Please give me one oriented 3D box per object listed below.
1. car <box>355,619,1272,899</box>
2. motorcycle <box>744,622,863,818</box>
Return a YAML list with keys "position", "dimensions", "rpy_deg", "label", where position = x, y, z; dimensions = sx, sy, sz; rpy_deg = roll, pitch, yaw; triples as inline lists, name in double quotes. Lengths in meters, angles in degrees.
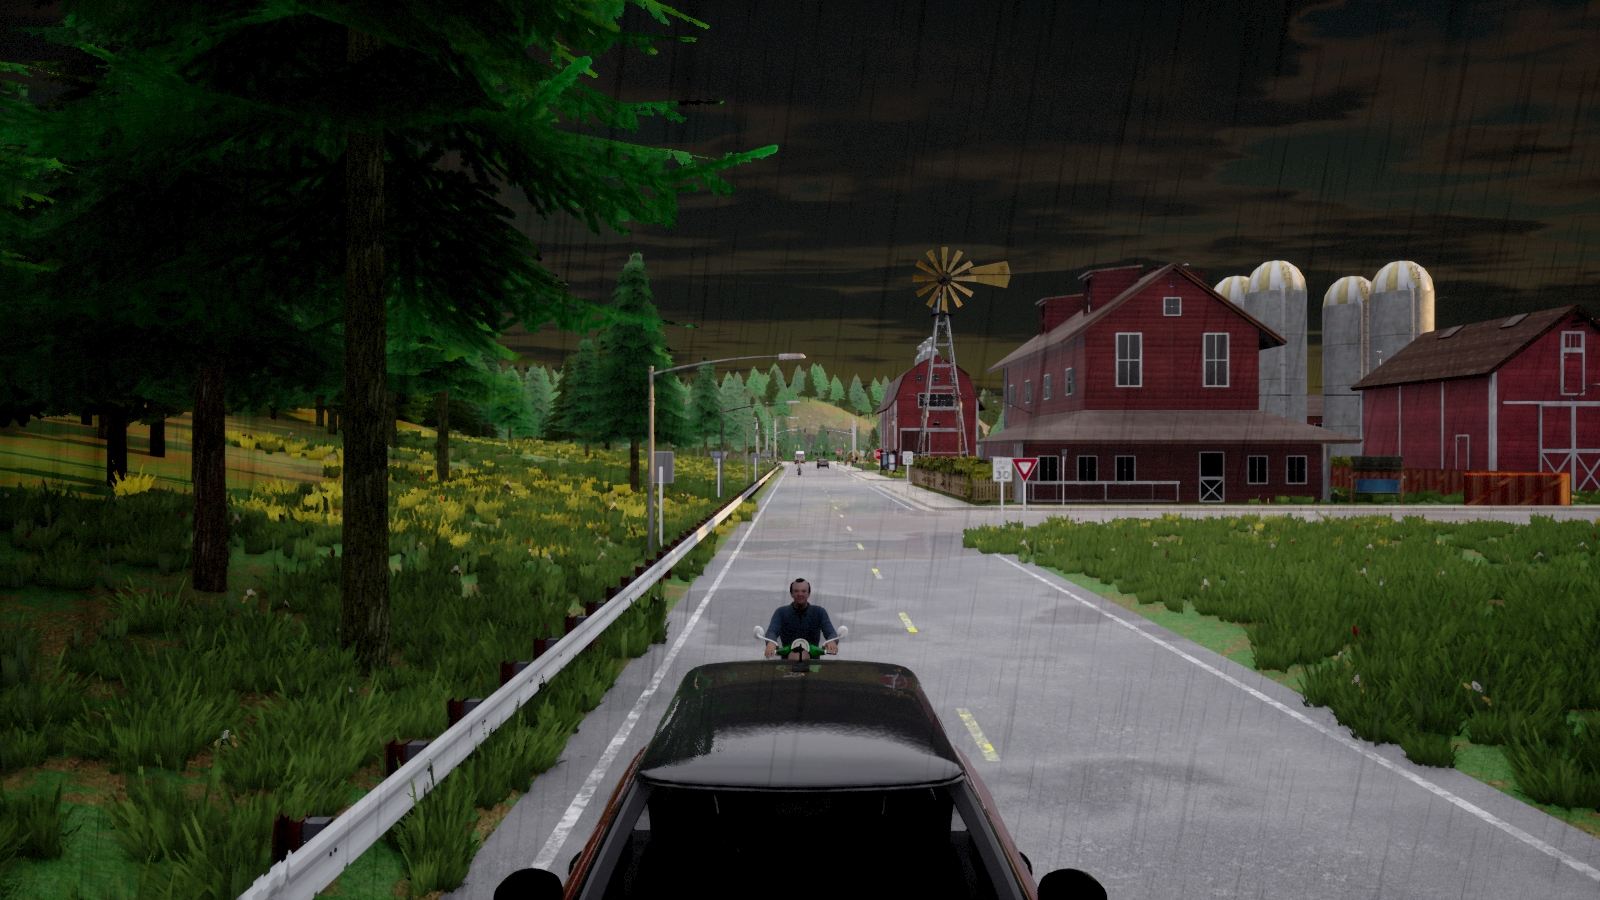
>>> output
- position: [0.032, 1.899, 4.503]
  dimensions: [2.097, 1.767, 4.553]
  rpy_deg: [0, 0, 0]
  label: "car"
- position: [0.026, 2.229, 9.842]
  dimensions: [0.867, 1.251, 2.209]
  rpy_deg: [-2, -3, 0]
  label: "motorcycle"
